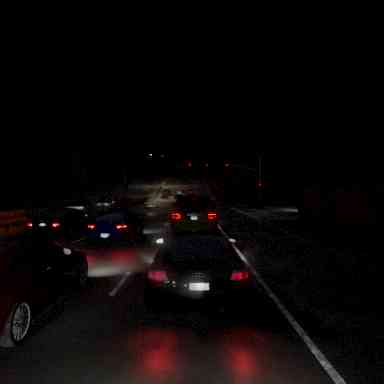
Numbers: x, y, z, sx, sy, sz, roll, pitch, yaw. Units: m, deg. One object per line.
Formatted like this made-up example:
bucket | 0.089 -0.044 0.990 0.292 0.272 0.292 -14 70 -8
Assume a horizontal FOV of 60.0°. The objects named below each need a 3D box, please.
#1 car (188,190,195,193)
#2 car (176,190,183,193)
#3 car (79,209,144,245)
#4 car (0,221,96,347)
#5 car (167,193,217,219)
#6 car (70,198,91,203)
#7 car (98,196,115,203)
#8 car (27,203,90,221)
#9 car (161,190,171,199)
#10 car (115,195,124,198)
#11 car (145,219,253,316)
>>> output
car | -0.145 1.000 87.522 1.882 1.535 5.008 0 3 0
car | -3.642 1.070 87.113 1.812 1.442 4.674 0 3 0
car | -3.407 1.526 15.299 1.812 1.442 4.674 0 0 0
car | -3.408 1.526 6.170 1.812 1.442 4.674 0 0 0
car | 0.093 1.221 17.016 2.150 2.045 5.566 0 0 0
car | -17.614 1.601 52.585 1.895 1.301 4.718 0 0 0
car | -17.530 1.500 67.101 1.837 1.490 4.892 0 0 0
car | -6.898 1.547 17.751 2.033 1.411 5.357 0 0 -1
car | -7.142 1.070 87.093 1.812 1.442 4.674 0 3 0
car | -17.599 1.406 79.738 2.033 1.411 5.357 0 1 0
car | 0.103 1.564 7.612 1.994 1.385 4.181 0 0 -1
